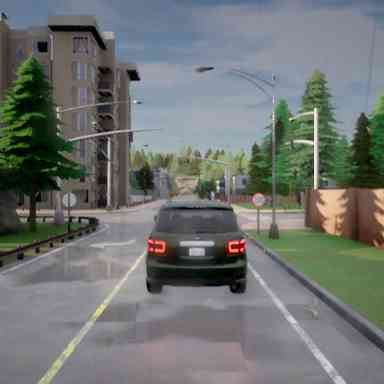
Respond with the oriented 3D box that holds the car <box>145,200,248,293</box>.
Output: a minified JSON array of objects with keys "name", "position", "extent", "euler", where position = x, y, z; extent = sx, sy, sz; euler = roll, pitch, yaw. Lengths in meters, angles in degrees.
[{"name":"car","position":[0.098,1.227,8.980],"extent":[2.150,2.045,5.566],"euler":[0,0,0]}]
